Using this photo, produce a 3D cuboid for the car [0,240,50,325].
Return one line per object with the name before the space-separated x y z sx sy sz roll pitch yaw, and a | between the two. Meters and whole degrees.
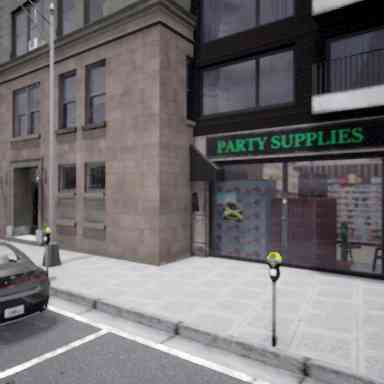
car | -4.419 1.548 6.235 4.403 1.369 2.008 0 0 36
